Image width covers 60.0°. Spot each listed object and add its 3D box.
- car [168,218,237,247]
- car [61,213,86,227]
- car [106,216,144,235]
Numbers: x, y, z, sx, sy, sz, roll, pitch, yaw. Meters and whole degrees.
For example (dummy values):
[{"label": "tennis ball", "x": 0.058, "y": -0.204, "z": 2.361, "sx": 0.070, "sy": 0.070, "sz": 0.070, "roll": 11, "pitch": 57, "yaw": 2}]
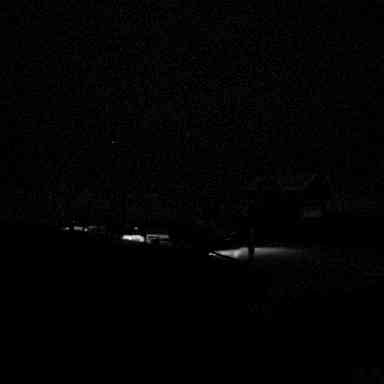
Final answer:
[{"label": "car", "x": 0.437, "y": 2.206, "z": 18.628, "sx": 1.812, "sy": 1.442, "sz": 4.674, "roll": 1, "pitch": -3, "yaw": -37}, {"label": "car", "x": -13.636, "y": 3.156, "z": 38.221, "sx": 1.837, "sy": 1.490, "sz": 4.892, "roll": 1, "pitch": -1, "yaw": -35}, {"label": "car", "x": -5.345, "y": 2.635, "z": 26.614, "sx": 1.994, "sy": 1.385, "sz": 4.181, "roll": 1, "pitch": -3, "yaw": -36}]
